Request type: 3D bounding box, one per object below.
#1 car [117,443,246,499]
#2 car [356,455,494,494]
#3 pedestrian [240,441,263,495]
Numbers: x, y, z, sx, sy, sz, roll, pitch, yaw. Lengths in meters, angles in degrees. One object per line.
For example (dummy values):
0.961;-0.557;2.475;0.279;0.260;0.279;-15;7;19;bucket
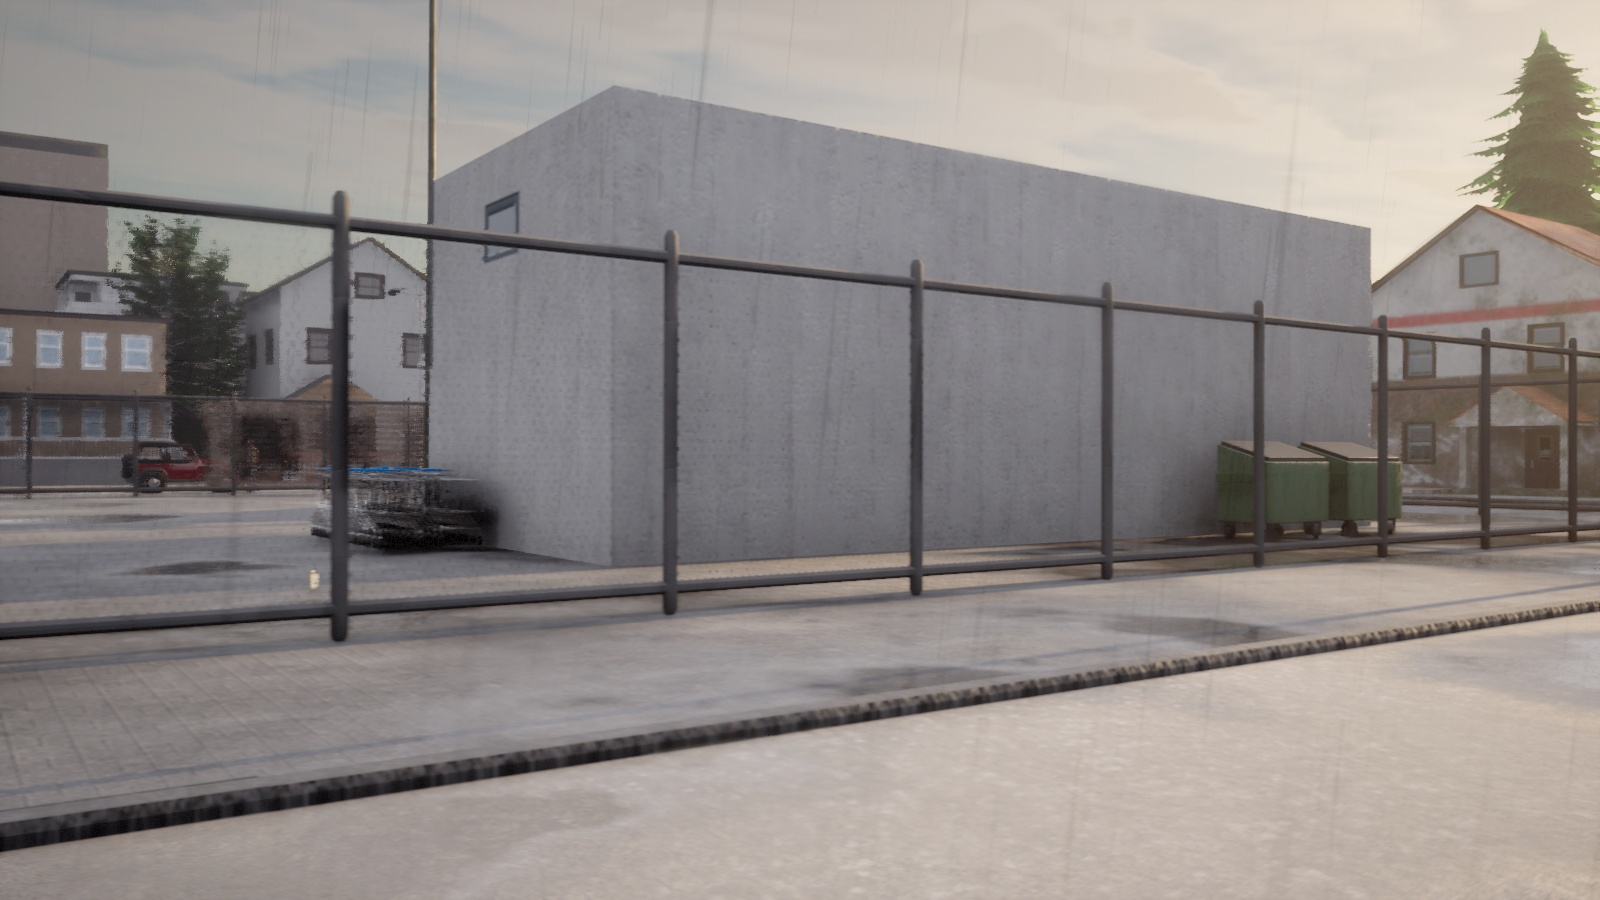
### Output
-21.808;0.707;44.316;3.866;1.878;1.905;0;0;-34;car
-14.695;0.926;49.309;4.892;1.490;1.837;0;0;-33;car
-18.802;0.607;43.048;0.706;1.836;0.354;0;0;26;pedestrian
